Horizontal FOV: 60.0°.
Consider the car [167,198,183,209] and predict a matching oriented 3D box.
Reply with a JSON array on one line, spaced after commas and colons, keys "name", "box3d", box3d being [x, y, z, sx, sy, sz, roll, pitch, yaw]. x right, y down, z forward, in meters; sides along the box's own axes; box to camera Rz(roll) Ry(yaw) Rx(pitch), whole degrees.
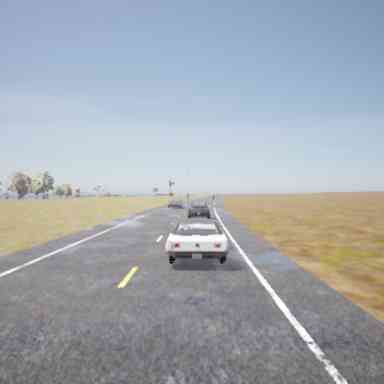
[{"name": "car", "box3d": [-2.232, 1.593, 46.280, 2.033, 1.411, 5.357, 0, 0, 3]}]

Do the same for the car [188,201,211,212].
[{"name": "car", "box3d": [0.636, 1.523, 28.757, 2.128, 1.511, 4.902, 0, 0, 2]}]

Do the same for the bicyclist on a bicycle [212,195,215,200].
[{"name": "bicyclist on a bicycle", "box3d": [5.109, 1.510, 81.967, 0.582, 1.620, 1.656, 0, 0, 6]}]

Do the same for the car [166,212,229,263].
[{"name": "car", "box3d": [0.198, 1.616, 12.077, 1.895, 1.301, 4.718, 0, 0, 1]}]

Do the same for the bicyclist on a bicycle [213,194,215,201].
[{"name": "bicyclist on a bicycle", "box3d": [6.048, 1.428, 90.884, 0.659, 1.776, 1.843, 0, 0, 6]}]
